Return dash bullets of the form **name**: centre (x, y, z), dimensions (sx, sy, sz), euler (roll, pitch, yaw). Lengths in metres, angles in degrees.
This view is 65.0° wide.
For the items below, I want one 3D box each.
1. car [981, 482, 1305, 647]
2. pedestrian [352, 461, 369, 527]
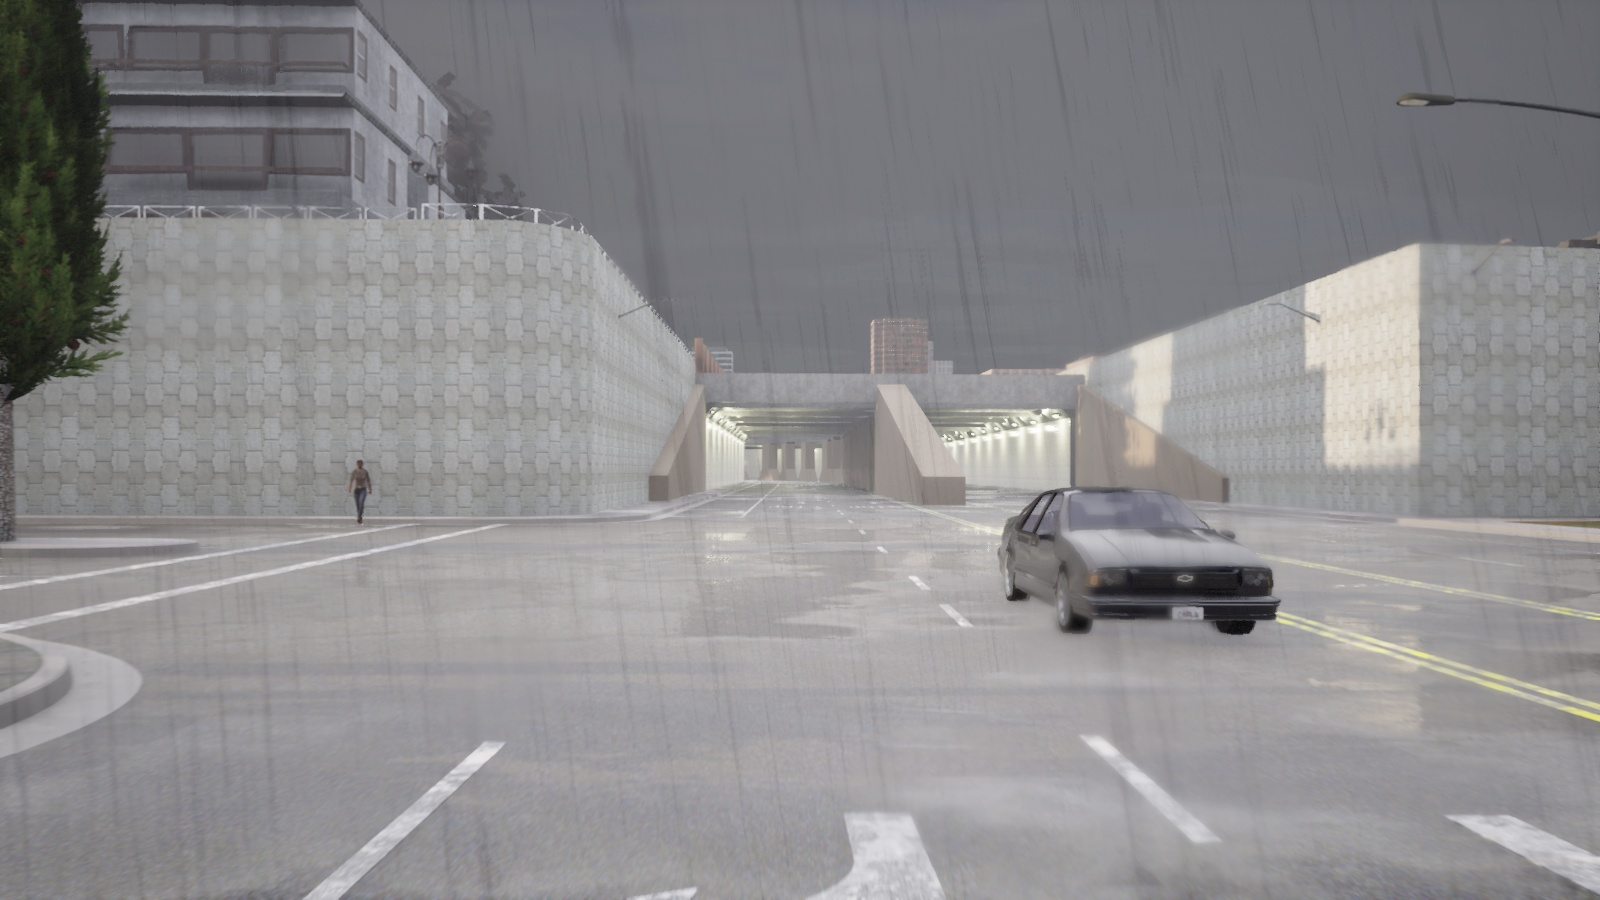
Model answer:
- **car**: centre (3.436, 1.080, 13.838), dimensions (2.033, 1.411, 5.357), euler (0, -1, -1)
- **pedestrian**: centre (-12.034, 1.200, 34.430), dimensions (0.328, 1.805, 0.869), euler (0, -1, -12)
